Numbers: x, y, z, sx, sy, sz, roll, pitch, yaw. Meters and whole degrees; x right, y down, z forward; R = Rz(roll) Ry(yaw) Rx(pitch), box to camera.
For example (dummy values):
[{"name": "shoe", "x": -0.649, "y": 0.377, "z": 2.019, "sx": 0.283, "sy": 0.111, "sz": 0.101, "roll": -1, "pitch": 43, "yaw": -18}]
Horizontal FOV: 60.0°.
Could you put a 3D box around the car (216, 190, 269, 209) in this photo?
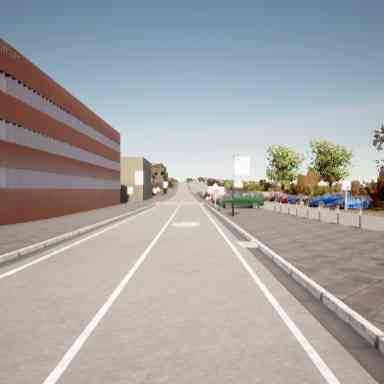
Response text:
[{"name": "car", "x": 6.127, "y": 1.086, "z": 41.119, "sx": 5.566, "sy": 2.045, "sz": 2.435, "roll": 0, "pitch": 0, "yaw": -1}]

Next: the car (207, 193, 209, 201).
[{"name": "car", "x": 5.723, "y": 1.348, "z": 63.722, "sx": 4.674, "sy": 1.452, "sz": 2.002, "roll": 0, "pitch": 0, "yaw": -1}]

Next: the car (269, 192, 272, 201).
[{"name": "car", "x": 18.229, "y": 1.303, "z": 66.981, "sx": 5.008, "sy": 1.535, "sz": 2.097, "roll": 0, "pitch": 0, "yaw": -1}]

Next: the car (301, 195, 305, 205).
[{"name": "car", "x": 18.623, "y": 1.335, "z": 47.095, "sx": 4.892, "sy": 1.521, "sz": 2.231, "roll": 0, "pitch": 0, "yaw": -1}]

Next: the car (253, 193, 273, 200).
[{"name": "car", "x": 17.883, "y": 1.148, "z": 83.918, "sx": 4.553, "sy": 1.767, "sz": 2.185, "roll": 0, "pitch": 0, "yaw": -1}]

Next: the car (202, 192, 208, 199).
[{"name": "car", "x": 5.432, "y": 1.296, "z": 69.368, "sx": 5.366, "sy": 1.575, "sz": 1.946, "roll": 0, "pitch": 0, "yaw": -1}]

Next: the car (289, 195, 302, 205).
[{"name": "car", "x": 18.501, "y": 1.328, "z": 52.740, "sx": 4.892, "sy": 1.521, "sz": 2.231, "roll": 0, "pitch": 0, "yaw": -1}]

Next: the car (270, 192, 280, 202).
[{"name": "car", "x": 18.292, "y": 1.308, "z": 64.158, "sx": 5.008, "sy": 1.535, "sz": 2.097, "roll": 0, "pitch": 0, "yaw": -1}]

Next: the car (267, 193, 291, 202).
[{"name": "car", "x": 18.211, "y": 1.172, "z": 69.804, "sx": 4.553, "sy": 1.767, "sz": 2.185, "roll": 0, "pitch": 0, "yaw": -1}]

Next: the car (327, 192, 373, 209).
[{"name": "car", "x": 18.716, "y": 1.204, "z": 38.615, "sx": 4.553, "sy": 1.767, "sz": 2.185, "roll": 0, "pitch": 1, "yaw": -1}]

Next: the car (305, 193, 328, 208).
[{"name": "car", "x": 18.640, "y": 1.085, "z": 44.394, "sx": 5.566, "sy": 2.045, "sz": 2.435, "roll": 0, "pitch": 0, "yaw": -1}]

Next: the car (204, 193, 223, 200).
[{"name": "car", "x": 5.381, "y": 1.149, "z": 83.498, "sx": 4.553, "sy": 1.767, "sz": 2.185, "roll": 0, "pitch": 0, "yaw": -1}]

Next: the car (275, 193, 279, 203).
[{"name": "car", "x": 18.373, "y": 1.342, "z": 61.211, "sx": 4.792, "sy": 1.488, "sz": 2.163, "roll": 0, "pitch": 0, "yaw": -1}]

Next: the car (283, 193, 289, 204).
[{"name": "car", "x": 18.446, "y": 1.322, "z": 55.564, "sx": 5.008, "sy": 1.535, "sz": 2.097, "roll": 0, "pitch": 0, "yaw": -1}]

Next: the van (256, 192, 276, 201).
[{"name": "van", "x": 18.087, "y": 1.053, "z": 80.974, "sx": 4.442, "sy": 1.987, "sz": 1.878, "roll": 0, "pitch": 0, "yaw": -1}]

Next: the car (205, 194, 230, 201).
[{"name": "car", "x": 5.696, "y": 1.286, "z": 75.026, "sx": 5.366, "sy": 1.575, "sz": 1.946, "roll": 0, "pitch": 0, "yaw": -1}]

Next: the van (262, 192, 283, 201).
[{"name": "van", "x": 18.191, "y": 1.062, "z": 75.325, "sx": 4.442, "sy": 1.987, "sz": 1.878, "roll": 0, "pitch": 0, "yaw": -1}]

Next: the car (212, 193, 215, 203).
[{"name": "car", "x": 5.938, "y": 1.368, "z": 52.421, "sx": 4.674, "sy": 1.452, "sz": 2.002, "roll": 0, "pitch": 0, "yaw": -1}]

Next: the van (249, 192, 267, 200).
[{"name": "van", "x": 17.692, "y": 1.038, "z": 89.439, "sx": 4.442, "sy": 1.987, "sz": 1.878, "roll": 0, "pitch": 0, "yaw": -1}]

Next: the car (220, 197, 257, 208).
[{"name": "car", "x": 6.099, "y": 1.376, "z": 43.944, "sx": 4.674, "sy": 1.452, "sz": 2.002, "roll": 0, "pitch": 0, "yaw": -1}]

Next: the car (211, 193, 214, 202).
[{"name": "car", "x": 5.889, "y": 1.363, "z": 55.246, "sx": 4.674, "sy": 1.452, "sz": 2.002, "roll": 0, "pitch": 0, "yaw": -1}]

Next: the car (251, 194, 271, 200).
[{"name": "car", "x": 17.895, "y": 1.299, "z": 86.617, "sx": 4.792, "sy": 1.488, "sz": 2.163, "roll": 0, "pitch": 0, "yaw": -1}]

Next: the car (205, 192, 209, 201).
[{"name": "car", "x": 5.857, "y": 1.300, "z": 66.550, "sx": 5.366, "sy": 1.575, "sz": 1.946, "roll": 0, "pitch": 0, "yaw": -1}]

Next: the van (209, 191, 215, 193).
[{"name": "van", "x": 5.896, "y": 1.087, "z": 60.898, "sx": 4.442, "sy": 1.987, "sz": 1.878, "roll": 0, "pitch": 0, "yaw": -1}]

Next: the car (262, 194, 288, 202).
[{"name": "car", "x": 18.132, "y": 1.293, "z": 72.627, "sx": 5.008, "sy": 1.535, "sz": 2.097, "roll": 0, "pitch": 0, "yaw": -1}]

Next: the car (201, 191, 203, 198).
[{"name": "car", "x": 5.485, "y": 1.033, "z": 77.848, "sx": 5.566, "sy": 2.045, "sz": 2.435, "roll": 0, "pitch": 0, "yaw": -1}]

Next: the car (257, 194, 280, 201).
[{"name": "car", "x": 18.029, "y": 1.285, "z": 78.148, "sx": 4.892, "sy": 1.521, "sz": 2.231, "roll": 0, "pitch": 0, "yaw": -1}]

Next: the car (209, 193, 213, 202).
[{"name": "car", "x": 5.804, "y": 1.348, "z": 58.071, "sx": 4.792, "sy": 1.488, "sz": 2.163, "roll": 0, "pitch": 0, "yaw": -1}]

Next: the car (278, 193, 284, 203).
[{"name": "car", "x": 18.393, "y": 1.318, "z": 58.387, "sx": 5.008, "sy": 1.535, "sz": 2.097, "roll": 0, "pitch": 0, "yaw": -1}]
